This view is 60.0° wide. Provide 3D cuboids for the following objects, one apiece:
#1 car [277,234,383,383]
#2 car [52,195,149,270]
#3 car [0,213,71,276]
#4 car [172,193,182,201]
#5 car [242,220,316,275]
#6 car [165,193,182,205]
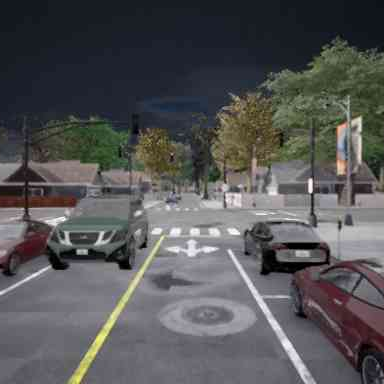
[{"bbox_3d":[2.635,1.548,4.494,1.802,1.307,4.206,0,0,0],"label":"car"},{"bbox_3d":[-2.754,1.141,11.107,2.150,2.045,5.566,0,0,0],"label":"car"},{"bbox_3d":[-5.392,1.508,10.009,1.802,1.307,4.206,0,0,0],"label":"car"},{"bbox_3d":[-3.099,1.028,68.242,1.882,1.535,5.008,0,0,0],"label":"car"},{"bbox_3d":[2.633,1.492,10.013,1.947,1.339,4.313,0,0,0],"label":"car"},{"bbox_3d":[-3.112,1.196,51.925,2.033,1.411,5.357,0,0,0],"label":"car"}]
